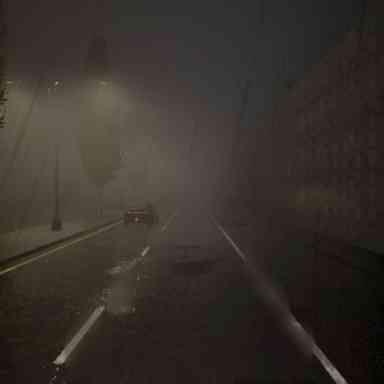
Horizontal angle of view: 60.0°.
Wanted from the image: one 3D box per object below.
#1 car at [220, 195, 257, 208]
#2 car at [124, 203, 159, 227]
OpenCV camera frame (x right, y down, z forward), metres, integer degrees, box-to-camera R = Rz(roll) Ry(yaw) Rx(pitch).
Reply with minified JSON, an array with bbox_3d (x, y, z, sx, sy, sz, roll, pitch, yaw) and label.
[{"bbox_3d":[5.893,1.103,41.842,4.553,1.767,2.097,-1,0,-24],"label":"car"},{"bbox_3d":[-3.387,1.471,22.836,2.128,1.511,4.902,0,0,0],"label":"car"}]
